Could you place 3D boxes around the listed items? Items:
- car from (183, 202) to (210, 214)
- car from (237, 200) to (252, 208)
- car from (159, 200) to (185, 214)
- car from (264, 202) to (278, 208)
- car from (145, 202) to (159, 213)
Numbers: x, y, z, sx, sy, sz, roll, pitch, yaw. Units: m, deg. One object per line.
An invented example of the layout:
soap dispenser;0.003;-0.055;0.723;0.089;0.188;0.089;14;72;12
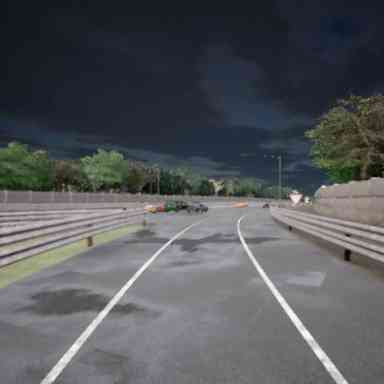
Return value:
car;0.957;2.426;48.481;1.837;1.490;4.892;0;-2;27
car;13.636;3.306;88.398;2.097;1.767;4.553;0;-2;27
car;-2.133;2.168;50.126;2.150;2.045;5.566;0;-2;27
car;19.873;3.401;85.218;1.837;1.490;4.892;0;-2;27
car;-5.287;2.322;51.646;2.097;1.767;4.553;0;-2;27
